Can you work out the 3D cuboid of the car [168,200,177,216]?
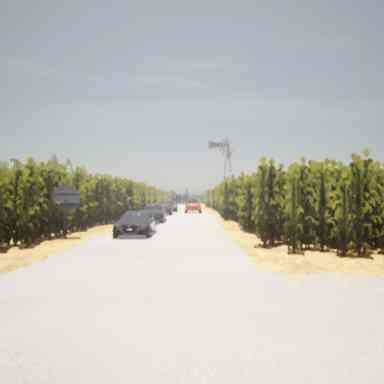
[{"bbox_3d":[-3.156,1.823,37.289,2.128,1.511,4.902,0,-1,0],"label":"car"}]

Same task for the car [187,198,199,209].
[{"bbox_3d":[0.155,2.133,62.503,2.150,2.045,5.566,0,-1,0],"label":"car"}]

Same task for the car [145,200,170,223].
[{"bbox_3d":[-3.170,1.740,27.822,1.837,1.490,4.892,0,0,0],"label":"car"}]

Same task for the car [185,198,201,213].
[{"bbox_3d":[0.138,1.884,44.666,2.097,1.767,4.553,0,-2,0],"label":"car"}]

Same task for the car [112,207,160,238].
[{"bbox_3d":[-3.181,1.758,18.955,1.994,1.385,4.181,0,-1,0],"label":"car"}]
